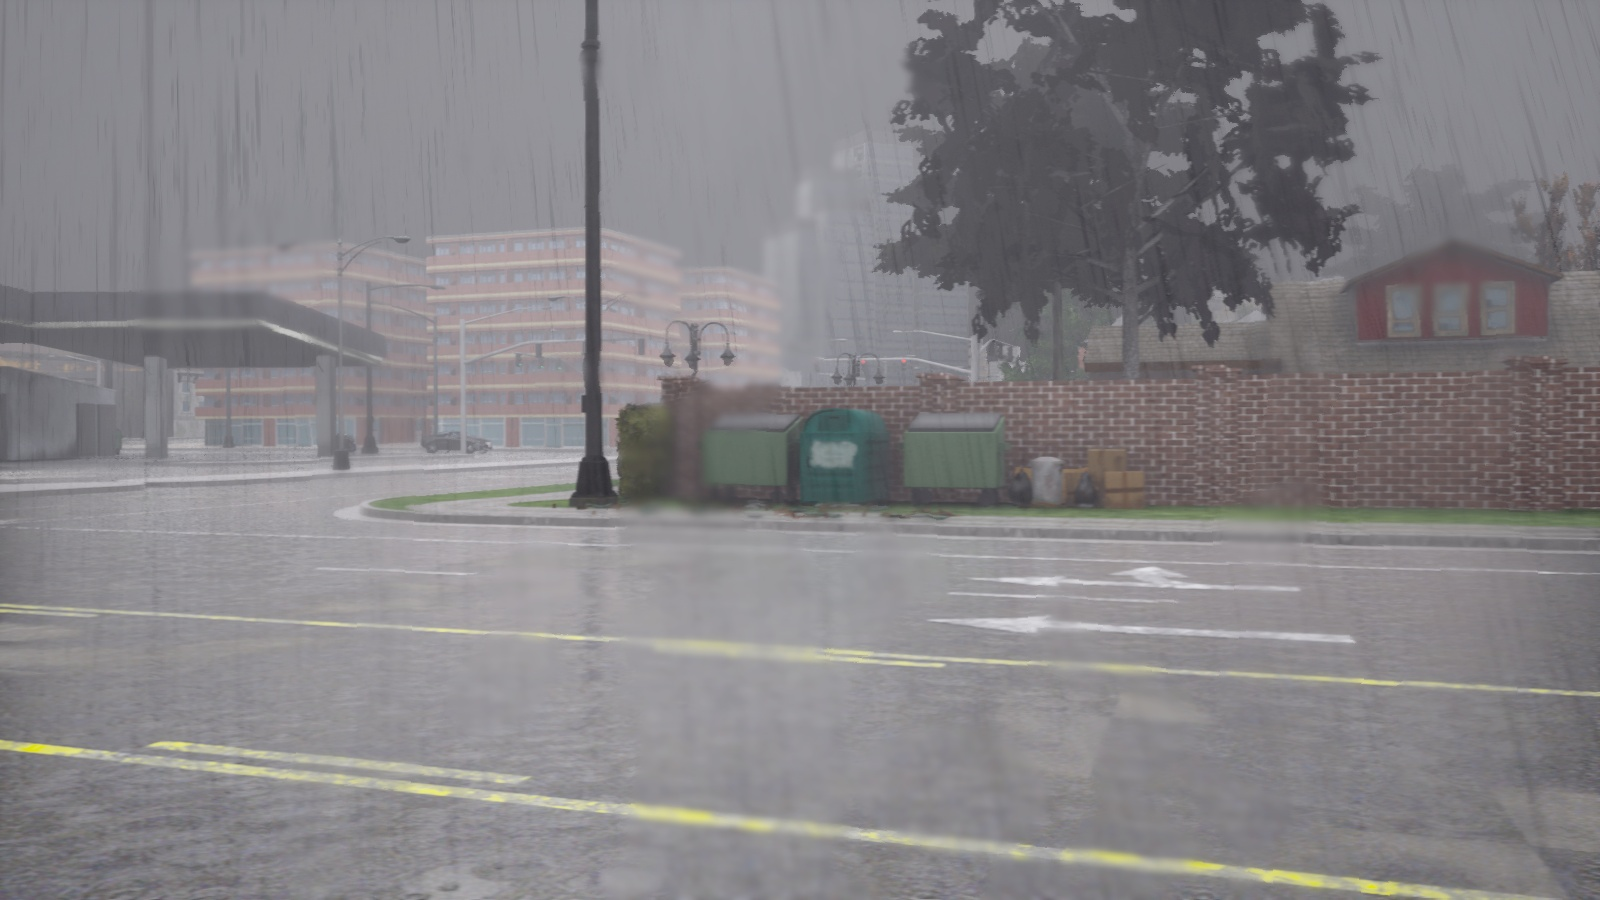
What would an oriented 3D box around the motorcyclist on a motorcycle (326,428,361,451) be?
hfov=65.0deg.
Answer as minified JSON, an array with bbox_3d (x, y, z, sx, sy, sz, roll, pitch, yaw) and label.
[{"bbox_3d":[-31.645,-0.726,87.115,2.191,1.530,0.866,1,1,17],"label":"motorcyclist on a motorcycle"}]

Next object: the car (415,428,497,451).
[{"bbox_3d":[-23.094,-0.717,84.393,4.902,1.511,2.128,1,1,17],"label":"car"}]
